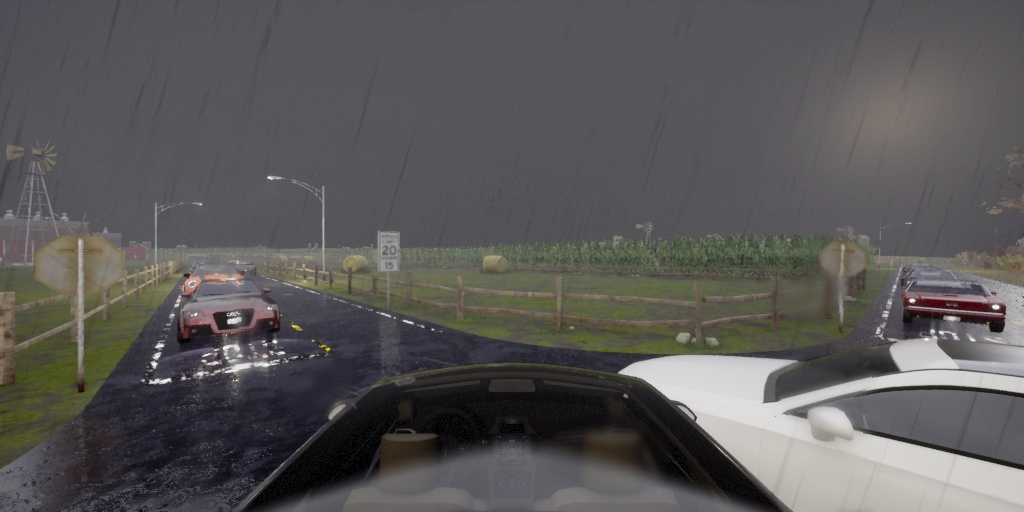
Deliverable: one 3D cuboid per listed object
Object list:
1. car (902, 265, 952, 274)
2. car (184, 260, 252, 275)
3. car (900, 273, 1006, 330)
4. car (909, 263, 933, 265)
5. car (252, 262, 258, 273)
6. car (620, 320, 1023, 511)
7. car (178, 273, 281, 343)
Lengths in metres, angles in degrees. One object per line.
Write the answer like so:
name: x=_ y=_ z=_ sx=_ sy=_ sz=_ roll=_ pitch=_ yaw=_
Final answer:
car: x=20.727 y=1.348 z=17.761 sx=5.357 sy=1.411 sz=2.033 roll=0 pitch=1 yaw=-42
car: x=-13.596 y=1.132 z=16.463 sx=2.097 sy=1.767 sz=4.553 roll=0 pitch=0 yaw=-41
car: x=13.600 y=1.389 z=11.251 sx=4.718 sy=1.301 sz=1.895 roll=0 pitch=1 yaw=-43
car: x=27.528 y=1.380 z=23.965 sx=4.181 sy=1.385 sz=1.994 roll=0 pitch=1 yaw=-42
car: x=-26.716 y=1.264 z=35.792 sx=2.128 sy=1.511 sz=4.902 roll=0 pitch=0 yaw=-41
car: x=2.853 y=1.293 z=2.269 sx=1.812 sy=1.442 sz=4.674 roll=0 pitch=1 yaw=-43
car: x=-7.869 y=1.351 z=9.937 sx=1.994 sy=1.385 sz=4.181 roll=0 pitch=0 yaw=-42
